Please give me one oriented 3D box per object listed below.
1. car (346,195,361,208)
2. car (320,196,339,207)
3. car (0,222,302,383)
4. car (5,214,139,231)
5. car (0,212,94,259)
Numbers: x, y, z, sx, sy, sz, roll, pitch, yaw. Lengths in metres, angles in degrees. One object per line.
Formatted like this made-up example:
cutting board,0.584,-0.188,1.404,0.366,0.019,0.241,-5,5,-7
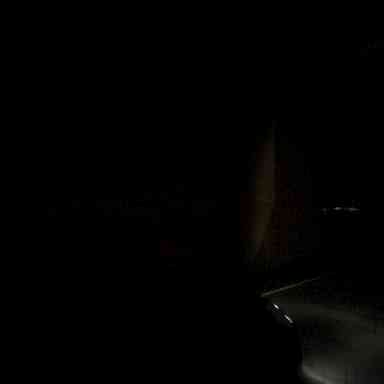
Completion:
car,22.489,1.200,45.298,2.097,1.767,4.553,0,0,15
car,19.452,1.336,47.201,1.882,1.535,5.008,0,0,13
car,-0.978,1.353,3.197,4.553,1.767,2.097,0,0,-37
car,-3.364,1.494,10.460,4.902,1.511,2.128,0,0,-39
car,-6.164,1.575,12.727,4.181,1.385,1.994,0,0,-38
